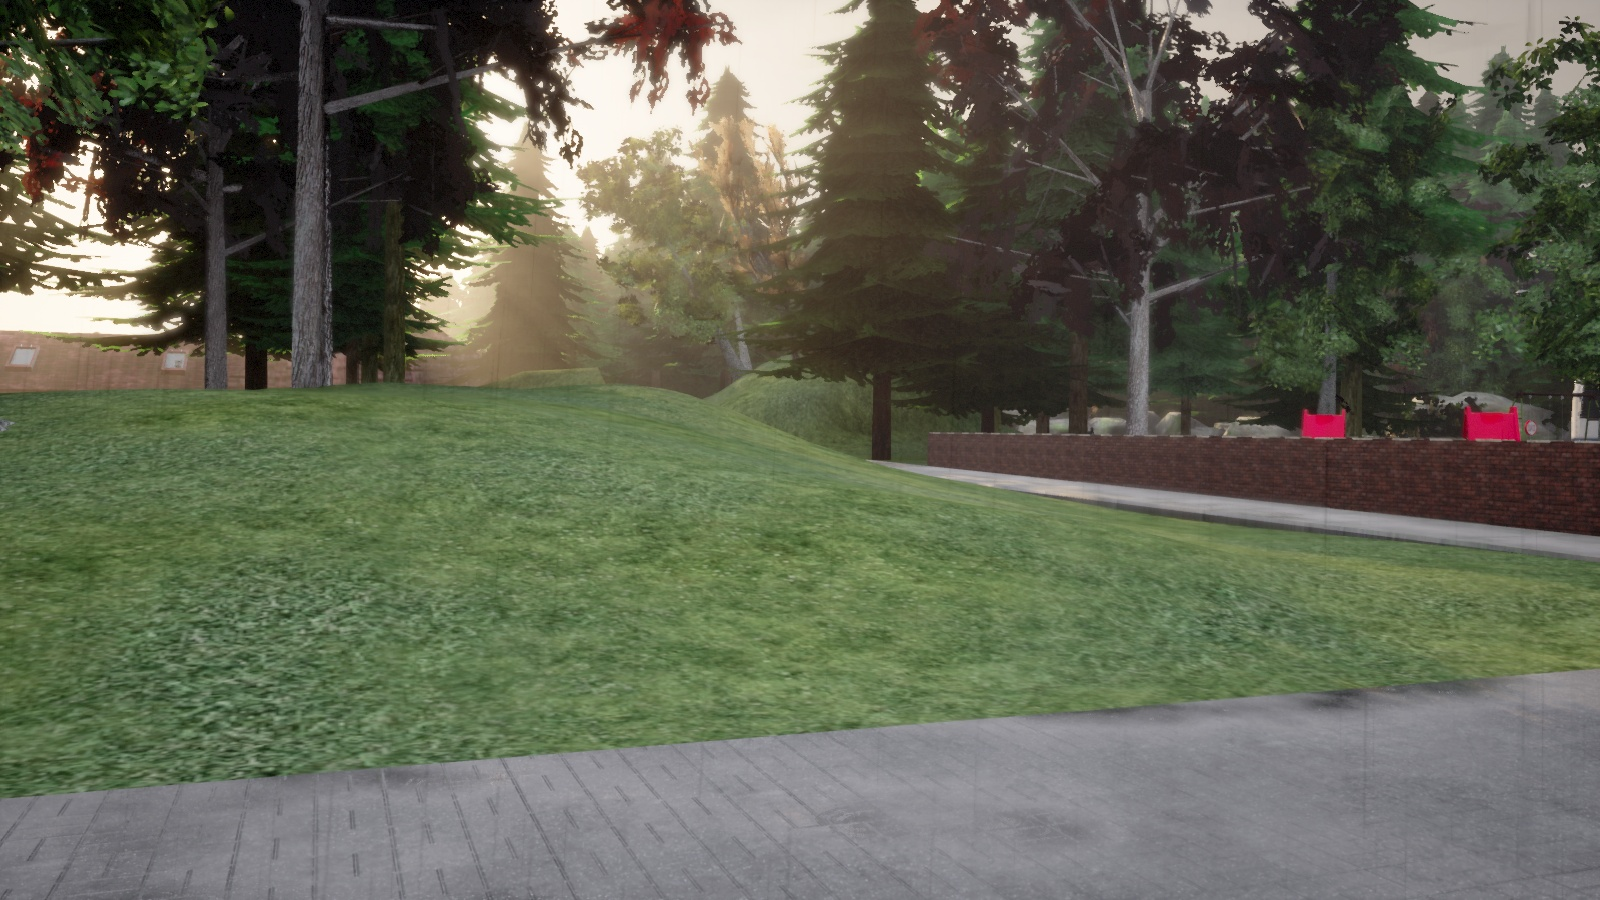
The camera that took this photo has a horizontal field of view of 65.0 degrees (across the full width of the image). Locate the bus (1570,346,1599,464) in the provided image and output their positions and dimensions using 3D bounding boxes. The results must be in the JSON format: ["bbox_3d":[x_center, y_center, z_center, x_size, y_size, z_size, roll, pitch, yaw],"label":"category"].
[{"bbox_3d":[32.097,-1.613,42.249,3.944,4.253,10.273,-1,1,-21],"label":"bus"}]
